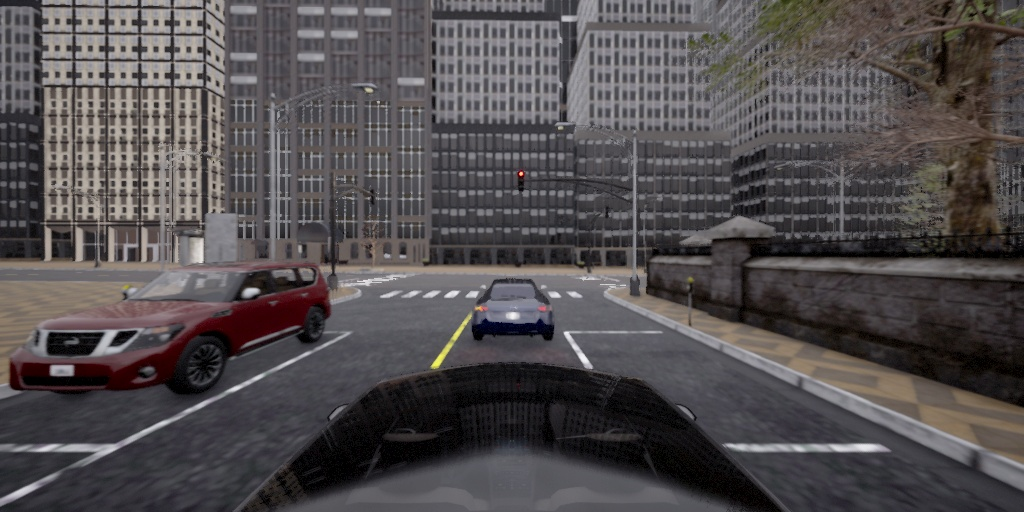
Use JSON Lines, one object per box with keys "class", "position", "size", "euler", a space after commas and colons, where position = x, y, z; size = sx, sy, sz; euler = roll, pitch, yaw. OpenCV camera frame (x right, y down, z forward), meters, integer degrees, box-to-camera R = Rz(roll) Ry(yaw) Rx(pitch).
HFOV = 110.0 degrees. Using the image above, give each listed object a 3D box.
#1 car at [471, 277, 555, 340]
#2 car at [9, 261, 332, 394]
{"class": "car", "position": [0.041, 1.275, 9.867], "size": [1.994, 1.385, 4.181], "euler": [0, 0, 1]}
{"class": "car", "position": [-5.386, 1.041, 6.807], "size": [2.192, 1.841, 5.009], "euler": [0, 0, 0]}
